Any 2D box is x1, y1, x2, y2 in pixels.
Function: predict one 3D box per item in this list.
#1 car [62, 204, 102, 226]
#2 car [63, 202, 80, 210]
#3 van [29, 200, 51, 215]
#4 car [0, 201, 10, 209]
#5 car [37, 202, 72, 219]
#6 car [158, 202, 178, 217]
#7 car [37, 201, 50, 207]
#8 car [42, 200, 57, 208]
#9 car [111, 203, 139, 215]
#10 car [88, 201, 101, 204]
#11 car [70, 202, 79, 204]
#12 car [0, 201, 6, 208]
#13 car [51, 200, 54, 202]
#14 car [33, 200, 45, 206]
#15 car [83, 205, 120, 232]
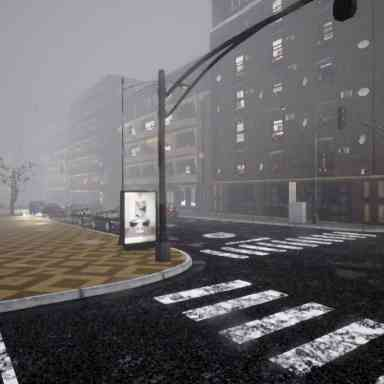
[{"bbox_3d":[-8.885,1.969,27.589,2.008,1.369,4.403,-2,0,-36],"label":"car"},{"bbox_3d":[-21.585,2.423,59.647,1.802,1.307,4.206,-2,0,-36],"label":"car"},{"bbox_3d":[-19.884,2.034,42.950,1.690,1.788,3.998,-2,0,-36],"label":"van"},{"bbox_3d":[-38.171,2.703,68.267,2.008,1.369,4.403,-2,0,-36],"label":"car"},{"bbox_3d":[-14.964,2.115,36.064,1.887,1.381,4.507,-2,0,-36],"label":"car"},{"bbox_3d":[-3.201,1.824,34.466,1.967,1.590,4.097,-2,0,-36],"label":"car"},{"bbox_3d":[-34.647,2.735,77.692,1.947,1.339,4.313,-2,0,-36],"label":"car"},{"bbox_3d":[-31.385,2.527,73.180,1.967,1.590,4.097,-2,0,-36],"label":"car"},{"bbox_3d":[-8.459,2.096,41.648,1.802,1.307,4.206,-2,0,-36],"label":"car"},{"bbox_3d":[-15.054,2.118,50.627,1.967,1.590,4.097,-2,0,-36],"label":"car"},{"bbox_3d":[-17.692,2.275,49.862,1.994,1.385,4.181,-1,0,-35],"label":"car"},{"bbox_3d":[-44.702,2.861,77.290,1.887,1.381,4.507,-2,0,-36],"label":"car"},{"bbox_3d":[-25.430,2.469,60.555,1.994,1.385,4.181,-1,-1,-36],"label":"car"},{"bbox_3d":[-37.913,2.796,82.203,1.887,1.381,4.507,-2,0,-36],"label":"car"},{"bbox_3d":[-5.619,1.888,23.078,2.008,1.369,4.403,-2,0,-36],"label":"car"}]
